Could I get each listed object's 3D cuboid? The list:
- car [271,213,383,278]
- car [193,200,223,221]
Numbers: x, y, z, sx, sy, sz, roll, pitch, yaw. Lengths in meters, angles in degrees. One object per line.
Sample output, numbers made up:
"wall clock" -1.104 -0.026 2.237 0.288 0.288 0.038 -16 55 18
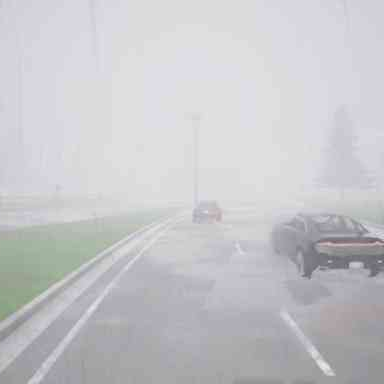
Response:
"car" 3.619 1.354 9.678 2.128 1.511 4.902 0 1 1
"car" 1.191 1.271 24.102 1.994 1.385 4.181 0 1 6
